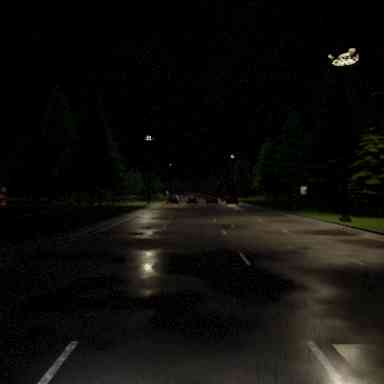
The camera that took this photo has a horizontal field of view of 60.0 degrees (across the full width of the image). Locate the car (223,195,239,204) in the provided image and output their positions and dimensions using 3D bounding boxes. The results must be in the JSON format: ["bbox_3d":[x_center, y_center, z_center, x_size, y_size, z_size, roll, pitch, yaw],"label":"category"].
[{"bbox_3d":[7.029,1.449,58.360,1.994,1.385,4.181,0,0,0],"label":"car"}]

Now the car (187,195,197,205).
[{"bbox_3d":[0.029,1.434,57.947,2.033,1.411,5.357,0,0,0],"label":"car"}]

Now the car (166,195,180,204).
[{"bbox_3d":[-3.471,1.412,58.366,1.812,1.442,4.674,0,0,0],"label":"car"}]

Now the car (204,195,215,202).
[{"bbox_3d":[3.534,1.318,68.365,2.128,1.511,4.902,0,0,0],"label":"car"}]

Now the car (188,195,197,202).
[{"bbox_3d":[0.034,1.337,68.367,1.812,1.442,4.674,0,0,0],"label":"car"}]

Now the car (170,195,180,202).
[{"bbox_3d":[-3.466,1.337,68.369,1.812,1.442,4.674,0,0,0],"label":"car"}]

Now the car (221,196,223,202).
[{"bbox_3d":[7.034,1.276,68.363,1.812,1.442,4.674,0,0,0],"label":"car"}]

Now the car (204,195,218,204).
[{"bbox_3d":[3.529,1.450,58.362,1.994,1.385,4.181,0,0,0],"label":"car"}]
